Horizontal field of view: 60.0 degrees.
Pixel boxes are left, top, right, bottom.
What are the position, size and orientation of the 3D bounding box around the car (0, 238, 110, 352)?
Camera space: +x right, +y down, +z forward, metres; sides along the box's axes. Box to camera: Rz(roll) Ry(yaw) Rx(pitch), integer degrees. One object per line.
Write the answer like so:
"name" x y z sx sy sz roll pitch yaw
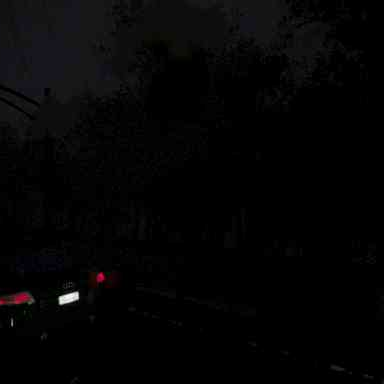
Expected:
"car" -3.479 1.562 6.146 4.181 1.385 1.994 0 0 35
